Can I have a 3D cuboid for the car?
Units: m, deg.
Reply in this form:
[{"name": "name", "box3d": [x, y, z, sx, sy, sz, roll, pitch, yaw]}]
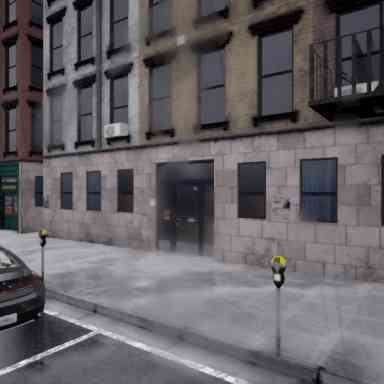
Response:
[{"name": "car", "box3d": [-4.355, 1.552, 5.907, 4.403, 1.369, 2.008, 0, 0, 35]}]
